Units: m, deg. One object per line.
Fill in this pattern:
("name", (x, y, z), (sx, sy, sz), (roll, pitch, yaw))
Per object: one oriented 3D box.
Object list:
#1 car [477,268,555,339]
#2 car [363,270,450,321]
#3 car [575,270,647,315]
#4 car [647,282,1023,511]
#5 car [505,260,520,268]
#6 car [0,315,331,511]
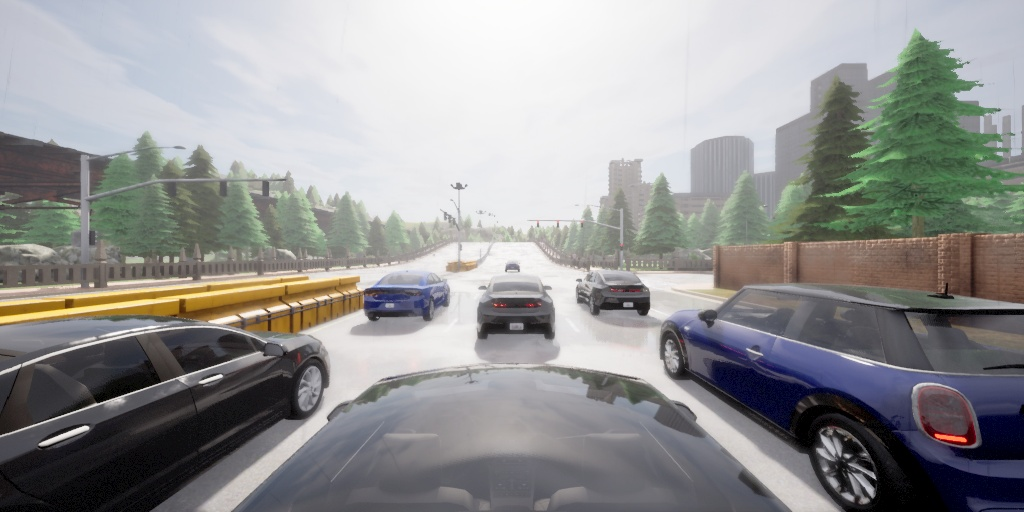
("car", (0.096, 1.255, 10.043), (1.837, 1.490, 4.892), (0, 0, 0))
("car", (-3.404, 1.228, 12.466), (1.882, 1.535, 5.008), (0, 0, 0))
("car", (3.614, 1.255, 13.478), (1.837, 1.490, 4.892), (0, 0, 1))
("car", (3.601, 1.102, 4.393), (2.097, 1.767, 4.553), (0, 0, 0))
("car", (0.068, 1.276, 46.194), (1.812, 1.442, 4.674), (0, 0, 0))
("car", (-3.400, 1.255, 2.973), (1.837, 1.490, 4.892), (0, 0, 0))
